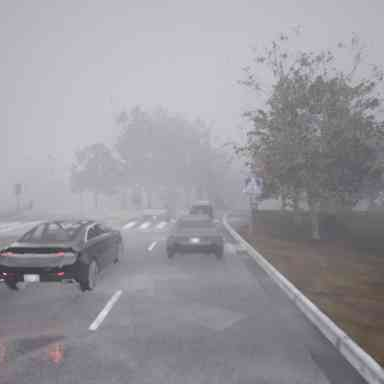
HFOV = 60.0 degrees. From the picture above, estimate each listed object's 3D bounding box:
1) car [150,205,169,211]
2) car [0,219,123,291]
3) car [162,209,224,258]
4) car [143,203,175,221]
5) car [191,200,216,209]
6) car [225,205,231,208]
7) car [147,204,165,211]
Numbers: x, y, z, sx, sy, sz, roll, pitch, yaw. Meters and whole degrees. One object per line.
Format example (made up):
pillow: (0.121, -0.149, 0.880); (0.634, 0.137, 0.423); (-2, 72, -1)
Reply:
car: (-8.631, 4.299, 87.766); (5.008, 1.535, 1.882); (0, -3, -4)
car: (-3.151, 1.477, 8.966); (2.128, 1.511, 4.902); (0, 0, 0)
car: (0.102, 1.541, 12.752); (1.994, 1.385, 4.181); (0, 0, 0)
car: (-2.544, 1.564, 26.997); (1.895, 1.301, 4.718); (0, 0, 6)
car: (1.031, 1.411, 28.943); (1.882, 1.535, 5.008); (-1, 0, 8)
car: (7.426, 4.050, 82.690); (4.902, 1.511, 2.128); (-3, -4, 39)
car: (-9.123, 3.983, 84.458); (4.553, 1.767, 2.097); (1, -3, -9)
